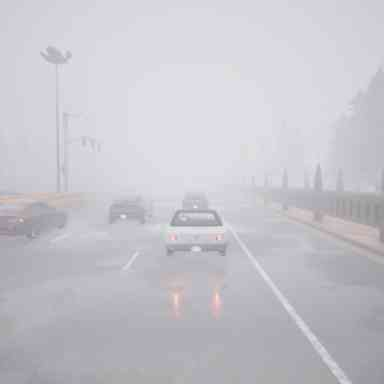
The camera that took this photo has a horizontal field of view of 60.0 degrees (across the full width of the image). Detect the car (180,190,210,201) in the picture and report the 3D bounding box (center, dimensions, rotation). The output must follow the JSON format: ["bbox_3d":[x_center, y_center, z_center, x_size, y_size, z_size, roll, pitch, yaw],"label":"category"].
[{"bbox_3d":[0.219,0.643,23.608,1.837,1.490,4.892,0,2,0],"label":"car"}]

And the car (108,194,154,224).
[{"bbox_3d":[-3.319,0.852,18.557,1.837,1.490,4.892,0,2,0],"label":"car"}]

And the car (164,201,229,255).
[{"bbox_3d":[0.136,1.234,11.604,1.895,1.301,4.718,0,2,0],"label":"car"}]

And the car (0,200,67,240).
[{"bbox_3d":[-6.850,1.063,13.933,1.812,1.442,4.674,0,2,0],"label":"car"}]

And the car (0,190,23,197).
[{"bbox_3d":[-13.916,0.620,23.878,2.128,1.511,4.902,0,2,1],"label":"car"}]
